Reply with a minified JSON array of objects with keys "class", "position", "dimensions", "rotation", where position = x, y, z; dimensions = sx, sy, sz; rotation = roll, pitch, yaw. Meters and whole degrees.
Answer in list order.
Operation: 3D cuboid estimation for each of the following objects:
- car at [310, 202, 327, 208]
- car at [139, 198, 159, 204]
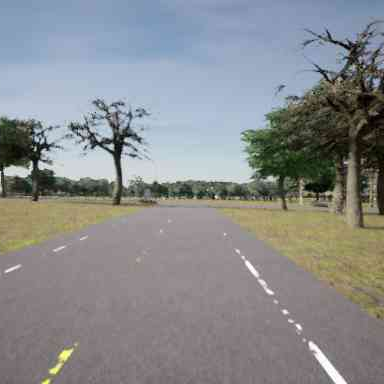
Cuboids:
[{"class":"car","position":[33.391,3.376,87.544],"dimensions":[4.181,1.385,1.994],"rotation":[2,0,0]},{"class":"car","position":[-10.452,2.090,80.774],"dimensions":[4.674,1.442,1.812],"rotation":[2,0,0]}]
